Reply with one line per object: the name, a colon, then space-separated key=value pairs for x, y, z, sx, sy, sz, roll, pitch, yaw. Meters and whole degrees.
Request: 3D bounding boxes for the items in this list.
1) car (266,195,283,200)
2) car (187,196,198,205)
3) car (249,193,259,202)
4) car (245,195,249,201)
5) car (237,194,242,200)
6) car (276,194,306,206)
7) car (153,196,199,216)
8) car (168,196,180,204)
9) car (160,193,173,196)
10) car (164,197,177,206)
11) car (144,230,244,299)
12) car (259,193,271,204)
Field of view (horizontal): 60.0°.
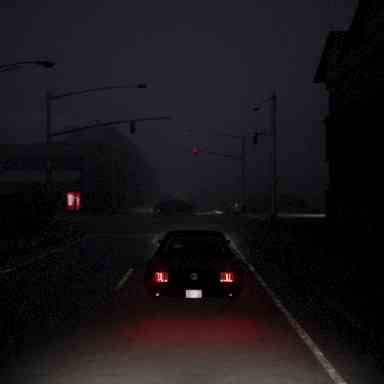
car: x=21.315 y=1.399 z=86.081 sx=3.806 sy=1.475 sz=1.970 roll=0 pitch=0 yaw=0
car: x=0.106 y=1.505 z=58.759 sx=1.837 sy=1.490 sz=4.892 roll=0 pitch=0 yaw=0
car: x=14.170 y=1.092 z=67.572 sx=3.866 sy=1.878 sz=1.905 roll=0 pitch=0 yaw=0
car: x=13.758 y=1.113 z=70.478 sx=4.605 sy=1.855 sz=1.932 roll=0 pitch=0 yaw=0
car: x=13.894 y=1.389 z=89.062 sx=3.633 sy=1.501 sz=1.845 roll=0 pitch=0 yaw=0
car: x=14.494 y=1.248 z=48.360 sx=3.806 sy=1.475 sz=1.970 roll=0 pitch=0 yaw=0
car: x=-1.555 y=1.402 z=31.284 sx=2.128 sy=1.511 sz=4.902 roll=0 pitch=0 yaw=36
car: x=-3.515 y=1.547 z=67.275 sx=2.033 sy=1.411 sz=5.357 roll=0 pitch=0 yaw=1
car: x=-3.590 y=1.221 z=46.747 sx=2.150 sy=2.045 sz=5.566 roll=0 pitch=0 yaw=0
car: x=-3.577 y=1.601 z=56.981 sx=1.895 sy=1.301 sz=4.718 roll=0 pitch=0 yaw=0
car: x=0.059 y=1.601 z=8.388 sx=1.895 sy=1.301 sz=4.718 roll=0 pitch=0 yaw=1
car: x=14.170 y=1.169 z=54.778 sx=5.027 sy=1.636 sz=2.152 roll=0 pitch=0 yaw=0
